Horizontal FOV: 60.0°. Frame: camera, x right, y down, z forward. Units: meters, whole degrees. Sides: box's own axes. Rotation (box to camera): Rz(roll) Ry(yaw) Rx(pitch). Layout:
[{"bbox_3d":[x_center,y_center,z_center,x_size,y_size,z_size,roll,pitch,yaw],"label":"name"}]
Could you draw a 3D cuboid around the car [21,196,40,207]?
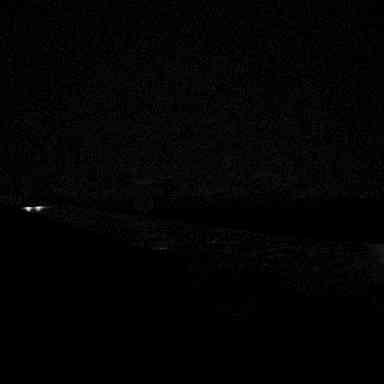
[{"bbox_3d":[-22.814,1.311,46.895,2.033,1.411,5.357,-2,1,-34],"label":"car"}]
